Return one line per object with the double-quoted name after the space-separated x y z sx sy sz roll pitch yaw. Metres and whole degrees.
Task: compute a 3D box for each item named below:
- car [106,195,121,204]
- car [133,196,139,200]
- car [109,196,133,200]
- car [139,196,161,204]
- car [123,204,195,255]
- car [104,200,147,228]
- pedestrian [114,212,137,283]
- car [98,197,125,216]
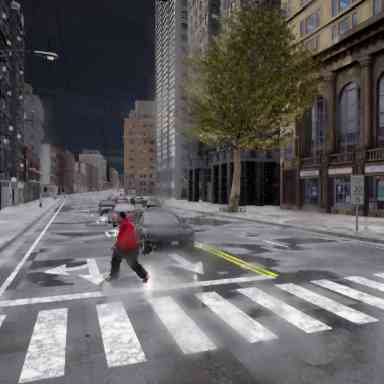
-13.868 1.361 58.379 2.033 1.411 5.357 0 0 -19 "car"
-8.857 1.333 53.767 2.128 1.511 4.902 0 0 -20 "car"
-10.497 1.356 49.020 2.128 1.511 4.902 0 0 -20 "car"
-5.415 1.455 44.369 1.994 1.385 4.181 0 0 -19 "car"
-1.418 1.461 13.613 1.882 1.535 5.008 0 0 -20 "car"
-4.597 1.494 22.452 1.812 1.442 4.674 0 0 -20 "car"
-1.601 1.286 7.997 0.375 1.860 0.375 -1 1 -20 "pedestrian"
-8.180 1.486 32.434 2.033 1.411 5.357 0 0 -19 "car"
